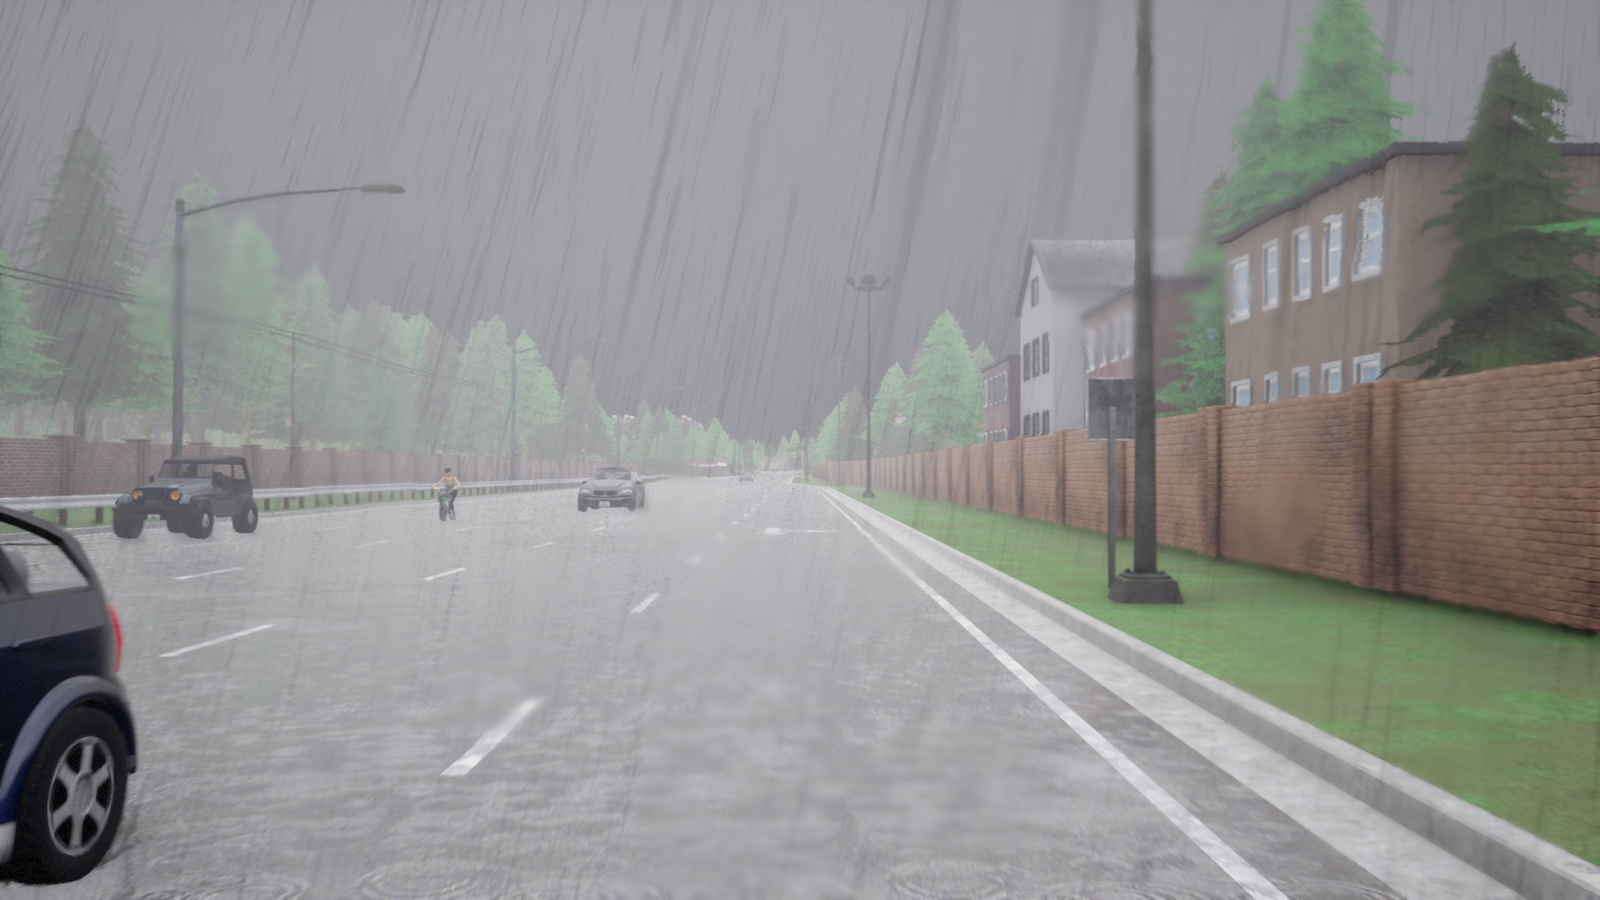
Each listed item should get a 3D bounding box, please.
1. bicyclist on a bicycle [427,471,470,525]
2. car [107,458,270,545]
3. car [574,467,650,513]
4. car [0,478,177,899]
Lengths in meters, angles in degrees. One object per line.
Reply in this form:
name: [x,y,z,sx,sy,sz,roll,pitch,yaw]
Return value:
bicyclist on a bicycle: [-10.587,1.426,37.835,0.866,1.612,1.509,0,-1,0]
car: [-14.072,1.154,29.161,1.905,1.878,3.866,0,-1,0]
car: [-7.117,1.489,48.004,2.242,1.667,4.611,0,-1,0]
car: [-3.509,0.864,3.413,1.789,1.549,3.705,0,-1,0]
